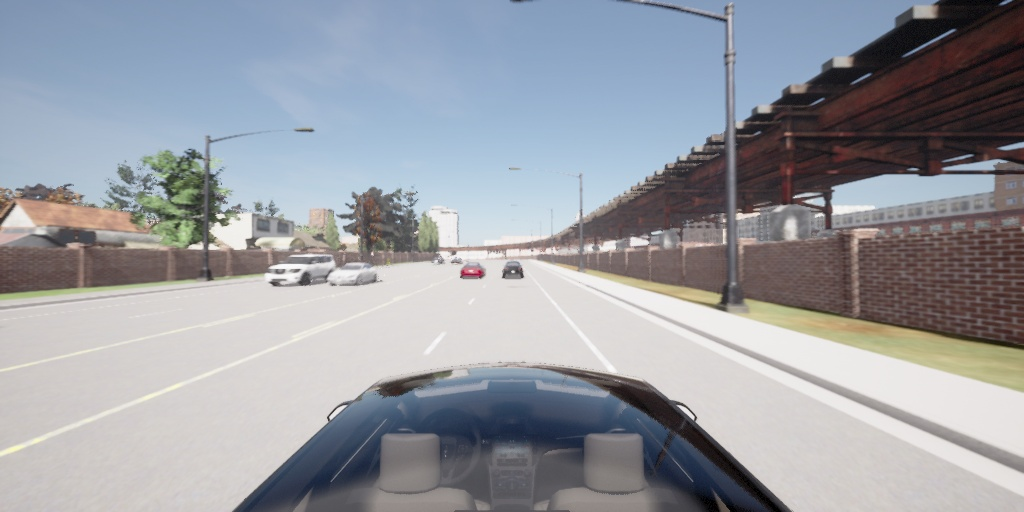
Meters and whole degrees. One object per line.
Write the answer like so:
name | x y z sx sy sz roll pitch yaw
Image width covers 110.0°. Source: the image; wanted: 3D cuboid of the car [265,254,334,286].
car | -14.099 0.893 24.453 2.150 2.045 5.566 0 1 0

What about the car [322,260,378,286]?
car | -10.596 1.199 24.287 1.812 1.442 4.674 0 0 0

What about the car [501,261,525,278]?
car | 0.086 1.154 32.124 1.812 1.442 4.674 0 0 0

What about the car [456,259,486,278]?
car | -3.409 1.194 31.856 1.994 1.385 4.181 0 0 0
